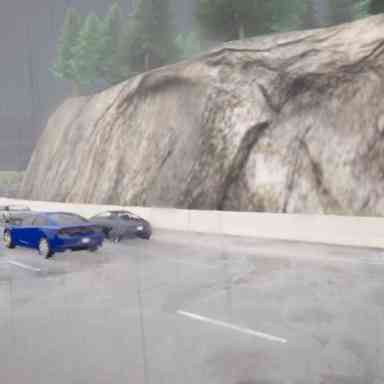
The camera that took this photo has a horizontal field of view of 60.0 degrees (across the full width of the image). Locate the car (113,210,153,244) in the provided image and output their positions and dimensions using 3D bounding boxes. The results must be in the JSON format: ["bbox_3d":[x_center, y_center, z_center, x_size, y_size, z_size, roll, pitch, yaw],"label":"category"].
[{"bbox_3d":[-3.804,1.559,16.007,4.181,1.385,1.994,0,0,41],"label":"car"}]

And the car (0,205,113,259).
[{"bbox_3d":[-5.430,1.472,12.771,5.008,1.535,1.882,0,0,41],"label":"car"}]
